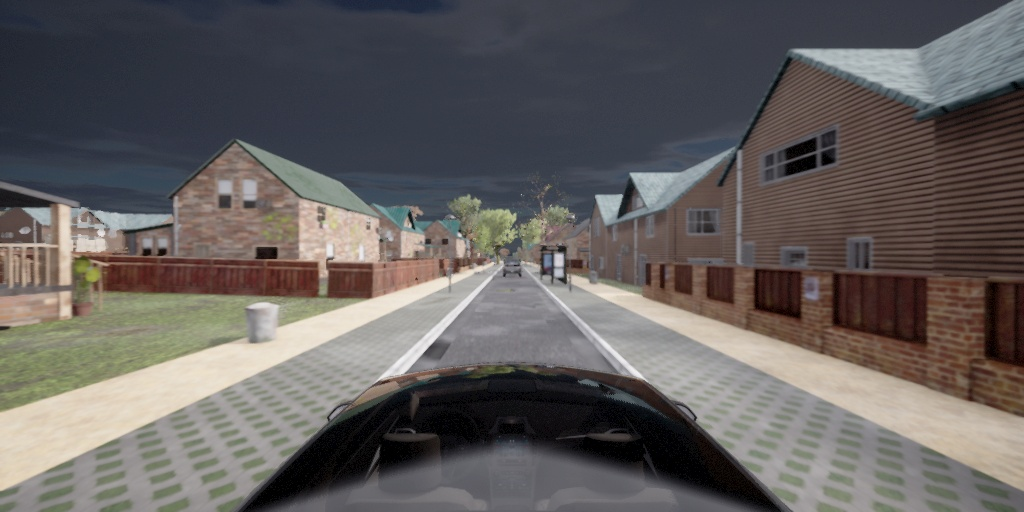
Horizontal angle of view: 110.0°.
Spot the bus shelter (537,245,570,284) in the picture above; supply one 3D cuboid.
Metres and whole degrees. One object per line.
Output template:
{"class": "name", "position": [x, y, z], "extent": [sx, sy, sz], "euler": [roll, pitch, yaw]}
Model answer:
{"class": "bus shelter", "position": [3.023, 0.642, 25.817], "extent": [1.920, 2.740, 3.880], "euler": [0, 0, 0]}

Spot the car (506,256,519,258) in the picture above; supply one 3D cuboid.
{"class": "car", "position": [0.040, 1.032, 47.178], "extent": [2.150, 2.045, 5.566], "euler": [0, 0, 0]}

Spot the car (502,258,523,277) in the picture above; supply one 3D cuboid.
{"class": "car", "position": [0.040, 1.277, 36.078], "extent": [2.128, 1.511, 4.902], "euler": [0, 0, 0]}
